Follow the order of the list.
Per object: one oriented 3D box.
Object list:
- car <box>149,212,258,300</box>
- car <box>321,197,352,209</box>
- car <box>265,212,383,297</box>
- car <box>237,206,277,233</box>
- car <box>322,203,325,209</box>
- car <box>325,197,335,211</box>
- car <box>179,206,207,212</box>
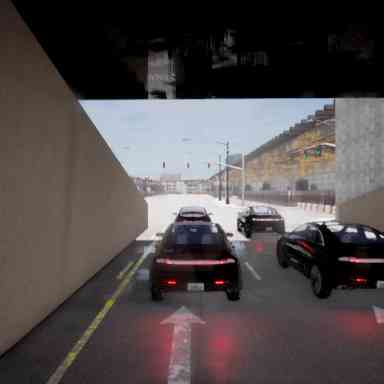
[{"bbox_3d":[0.064,1.488,8.395,2.128,1.511,4.902,0,0,0],"label":"car"},{"bbox_3d":[17.446,1.280,40.120,1.853,1.218,4.536,0,0,45],"label":"car"},{"bbox_3d":[3.561,1.488,8.557,2.128,1.511,4.902,0,0,0],"label":"car"},{"bbox_3d":[3.541,1.485,17.690,2.128,1.511,4.902,0,0,0],"label":"car"},{"bbox_3d":[17.410,1.437,40.083,2.038,1.542,4.974,0,0,45],"label":"car"},{"bbox_3d":[17.320,1.439,35.476,2.038,1.542,4.974,0,0,-35],"label":"car"},{"bbox_3d":[0.043,1.498,17.515,1.837,1.490,4.892,0,0,0],"label":"car"}]
